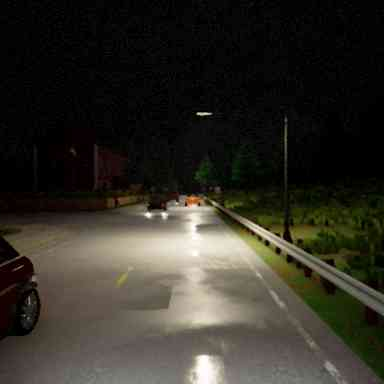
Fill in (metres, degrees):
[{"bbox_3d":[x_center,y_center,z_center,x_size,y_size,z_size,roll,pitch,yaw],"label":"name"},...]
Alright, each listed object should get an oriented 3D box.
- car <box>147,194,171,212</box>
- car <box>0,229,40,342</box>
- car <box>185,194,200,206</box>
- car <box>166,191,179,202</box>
[{"bbox_3d":[-3.594,1.242,35.298,1.882,1.535,5.008,0,0,0],"label":"car"},{"bbox_3d":[-3.566,1.327,3.580,2.097,1.767,4.553,0,0,0],"label":"car"},{"bbox_3d":[0.102,1.038,47.242,2.097,1.767,4.553,0,0,0],"label":"car"},{"bbox_3d":[-3.502,0.817,60.859,2.150,2.045,5.566,0,0,0],"label":"car"}]
